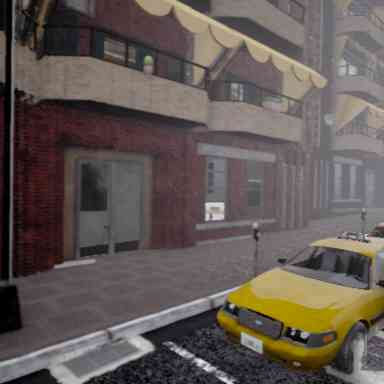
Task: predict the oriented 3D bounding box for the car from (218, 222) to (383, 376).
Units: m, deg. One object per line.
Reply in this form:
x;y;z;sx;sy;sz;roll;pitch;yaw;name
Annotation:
2.491;1.374;5.417;4.829;1.417;1.752;-1;4;-42;car
